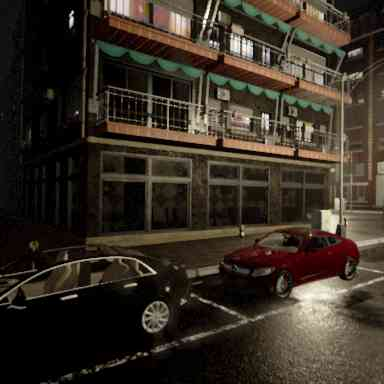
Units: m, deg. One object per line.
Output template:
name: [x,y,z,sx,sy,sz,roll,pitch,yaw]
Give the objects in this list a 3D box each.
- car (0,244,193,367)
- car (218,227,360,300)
car: [-2.041,1.551,5.047,4.403,1.369,2.008,0,1,-36]
car: [2.584,1.581,8.354,4.206,1.307,1.802,0,1,-36]
